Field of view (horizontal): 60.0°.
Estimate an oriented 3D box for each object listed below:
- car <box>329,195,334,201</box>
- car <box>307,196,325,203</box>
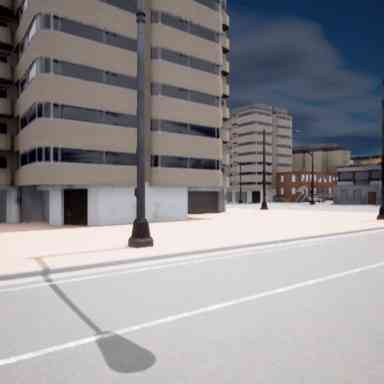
[{"bbox_3d":[35.713,1.377,80.456,2.152,1.636,5.027,0,0,-37],"label":"car"},{"bbox_3d":[28.589,1.748,76.458,1.970,1.475,3.806,0,-1,-37],"label":"car"}]
